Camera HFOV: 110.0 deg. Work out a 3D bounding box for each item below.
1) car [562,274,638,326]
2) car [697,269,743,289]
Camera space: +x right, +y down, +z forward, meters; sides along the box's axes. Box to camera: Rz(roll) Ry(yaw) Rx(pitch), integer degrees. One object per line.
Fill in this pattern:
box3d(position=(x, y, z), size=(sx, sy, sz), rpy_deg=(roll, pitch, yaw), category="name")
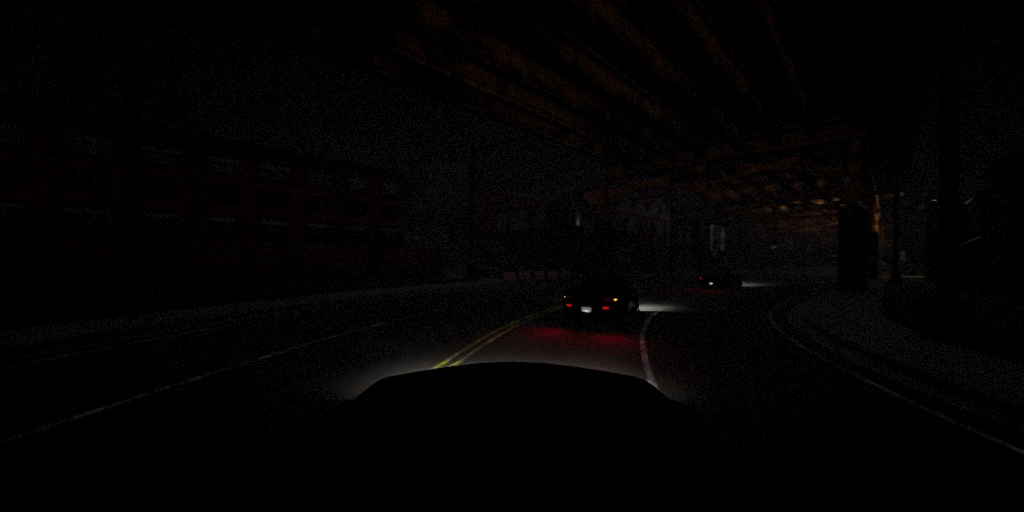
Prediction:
box3d(position=(3.055, 1.335, 12.029), size=(1.812, 1.442, 4.674), rpy_deg=(1, 0, 25), category="car")
box3d(position=(15.426, 1.634, 26.429), size=(4.718, 1.301, 1.895), rpy_deg=(1, 0, -44), category="car")
